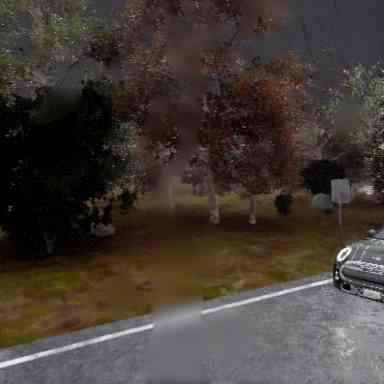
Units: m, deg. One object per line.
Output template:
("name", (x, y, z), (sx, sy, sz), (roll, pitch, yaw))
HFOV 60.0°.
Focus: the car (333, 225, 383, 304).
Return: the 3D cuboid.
("car", (5.243, 1.320, 7.490), (4.553, 1.767, 2.097), (0, 0, -34))
